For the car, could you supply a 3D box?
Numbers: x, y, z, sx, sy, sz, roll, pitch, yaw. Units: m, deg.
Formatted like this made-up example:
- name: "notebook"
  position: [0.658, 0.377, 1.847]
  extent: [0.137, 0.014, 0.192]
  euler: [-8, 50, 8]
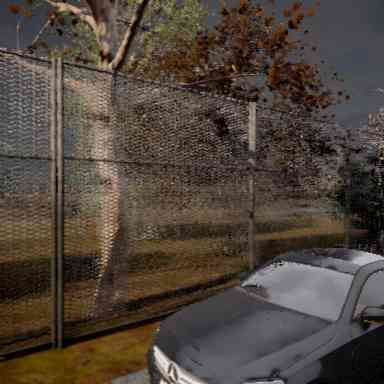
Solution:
- name: "car"
  position: [1.701, 1.526, 4.276]
  extent: [4.674, 1.442, 1.812]
  euler: [0, 0, -35]
